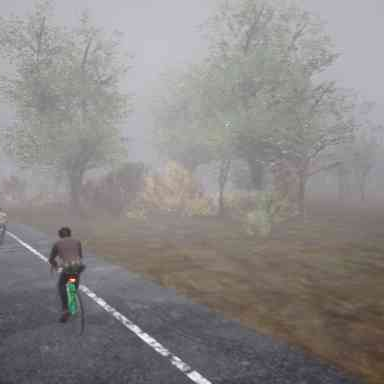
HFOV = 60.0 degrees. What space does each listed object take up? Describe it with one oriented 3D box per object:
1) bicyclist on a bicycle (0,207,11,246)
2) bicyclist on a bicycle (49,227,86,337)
[{"bbox_3d":[-8.079,1.430,14.014,0.866,1.612,1.509,-2,1,-35],"label":"bicyclist on a bicycle"},{"bbox_3d":[-2.064,1.425,5.544,0.582,1.620,1.656,-2,0,-35],"label":"bicyclist on a bicycle"}]
